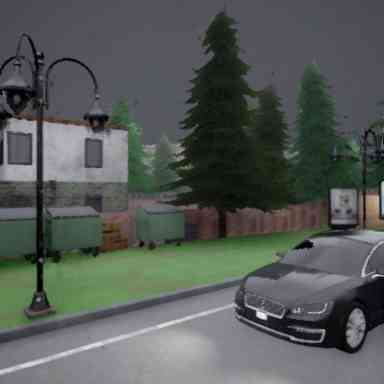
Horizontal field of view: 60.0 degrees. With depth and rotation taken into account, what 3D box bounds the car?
[{"bbox_3d":[2.934,1.537,6.296,4.892,1.490,1.837,0,-1,-37],"label":"car"}]
